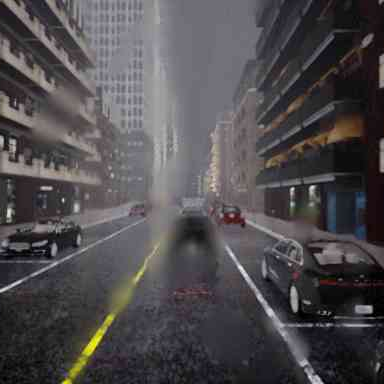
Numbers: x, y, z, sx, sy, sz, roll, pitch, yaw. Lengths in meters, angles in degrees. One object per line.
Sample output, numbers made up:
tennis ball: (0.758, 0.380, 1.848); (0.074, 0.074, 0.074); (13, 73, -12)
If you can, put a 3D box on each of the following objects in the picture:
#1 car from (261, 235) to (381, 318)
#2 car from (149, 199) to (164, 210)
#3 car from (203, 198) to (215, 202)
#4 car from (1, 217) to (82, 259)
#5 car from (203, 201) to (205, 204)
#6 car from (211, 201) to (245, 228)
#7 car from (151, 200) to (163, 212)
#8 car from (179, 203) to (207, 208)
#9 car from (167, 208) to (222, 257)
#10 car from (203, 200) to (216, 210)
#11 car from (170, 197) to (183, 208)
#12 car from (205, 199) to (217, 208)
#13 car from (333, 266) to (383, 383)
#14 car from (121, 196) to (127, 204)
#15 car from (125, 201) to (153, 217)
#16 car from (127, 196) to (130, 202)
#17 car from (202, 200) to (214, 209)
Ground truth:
car: (2.698, 1.630, 7.407); (2.008, 1.369, 4.403); (0, -1, 0)
car: (-5.648, 2.010, 52.869); (1.967, 1.590, 4.097); (0, -1, 0)
car: (2.728, 1.822, 47.184); (2.192, 1.841, 5.009); (0, -1, 0)
car: (-5.678, 1.691, 13.093); (2.008, 1.369, 4.403); (0, -1, 0)
car: (2.723, 1.972, 41.670); (1.752, 1.417, 4.829); (0, -1, 0)
car: (2.710, 1.701, 24.454); (1.967, 1.590, 4.097); (0, -1, 0)
car: (-5.653, 1.947, 47.187); (1.967, 1.590, 4.097); (0, -1, 0)
car: (0.039, 1.902, 28.251); (1.895, 1.301, 4.718); (0, -1, 0)
car: (0.031, 1.651, 13.503); (1.837, 1.490, 4.892); (0, 0, 1)
car: (2.732, 2.097, 53.034); (1.752, 1.417, 4.829); (0, -1, 0)
car: (-2.959, 1.914, 63.495); (2.150, 2.045, 5.566); (0, -1, 0)
car: (2.719, 1.823, 35.818); (1.967, 1.590, 4.097); (0, -1, 0)
car: (2.694, 1.570, 1.725); (2.008, 1.369, 4.403); (0, -1, 0)
car: (-17.504, 1.793, 72.251); (5.009, 1.841, 2.192); (1, -2, 0)
car: (-5.662, 1.965, 35.821); (1.802, 1.307, 4.206); (0, -1, 0)
car: (-17.632, 1.905, 80.628); (5.009, 1.841, 2.192); (1, -2, 0)
car: (2.736, 2.198, 58.546); (1.947, 1.339, 4.313); (0, -1, 0)
